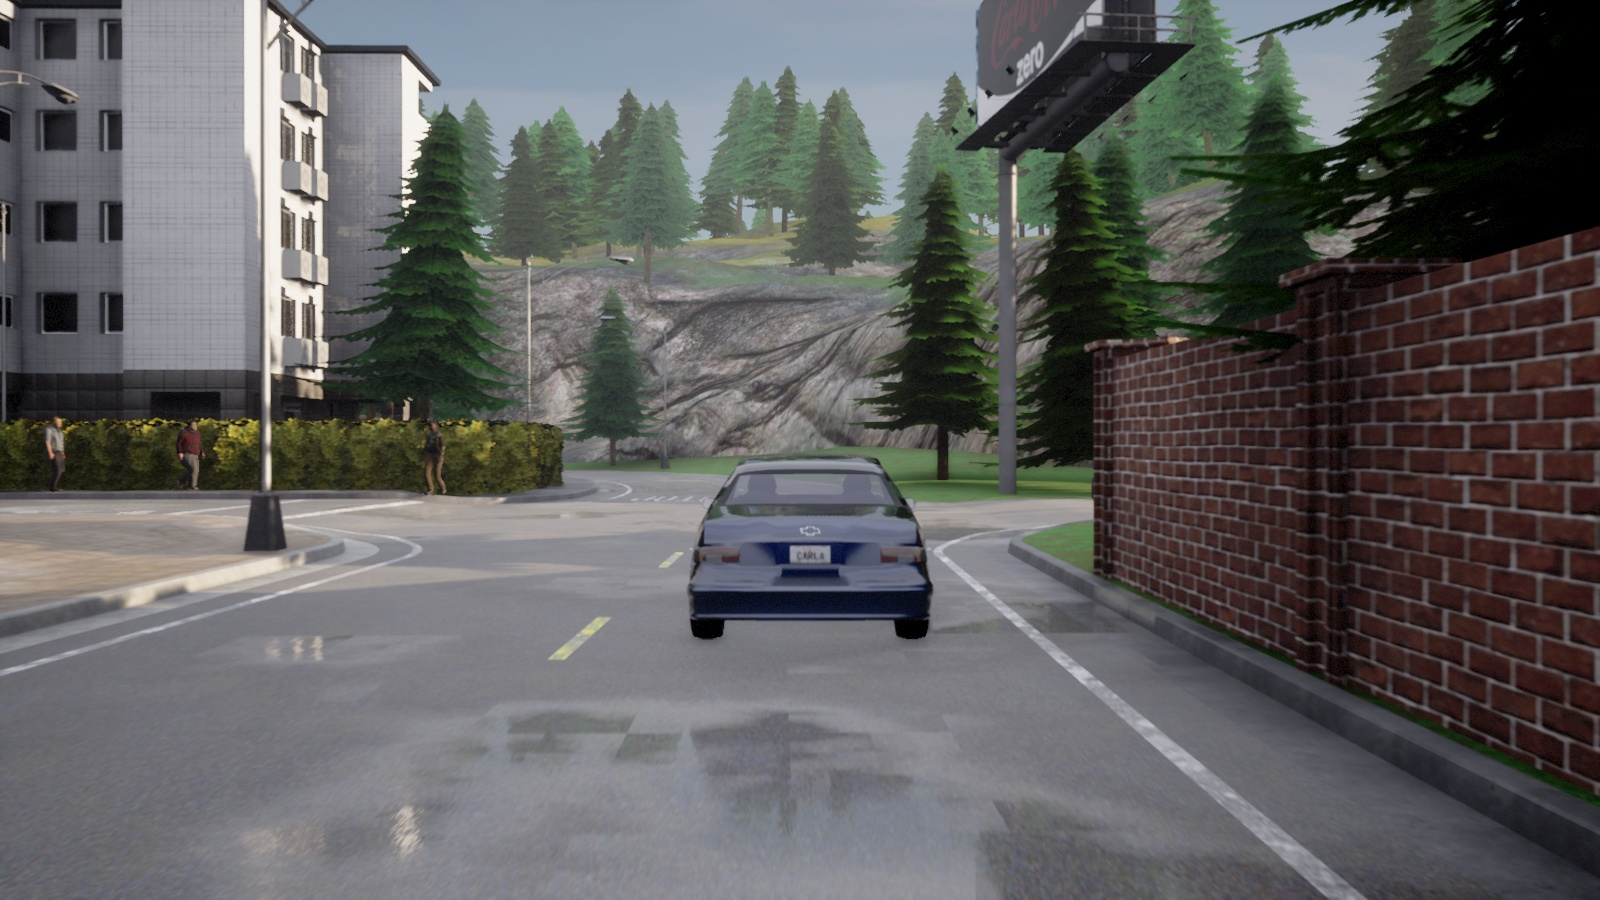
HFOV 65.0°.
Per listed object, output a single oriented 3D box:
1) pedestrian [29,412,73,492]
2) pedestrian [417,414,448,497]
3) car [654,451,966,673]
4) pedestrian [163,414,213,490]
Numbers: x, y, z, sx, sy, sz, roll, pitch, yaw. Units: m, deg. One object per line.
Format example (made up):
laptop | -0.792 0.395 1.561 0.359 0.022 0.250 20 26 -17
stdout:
pedestrian | -17.658 0.045 29.613 0.694 1.848 0.540 0 0 2
pedestrian | -8.740 0.126 29.858 0.395 1.930 0.692 0 0 15
car | 0.076 0.733 10.866 2.033 1.411 5.357 0 0 0
pedestrian | -14.956 0.041 30.700 0.899 1.844 0.634 0 0 13
